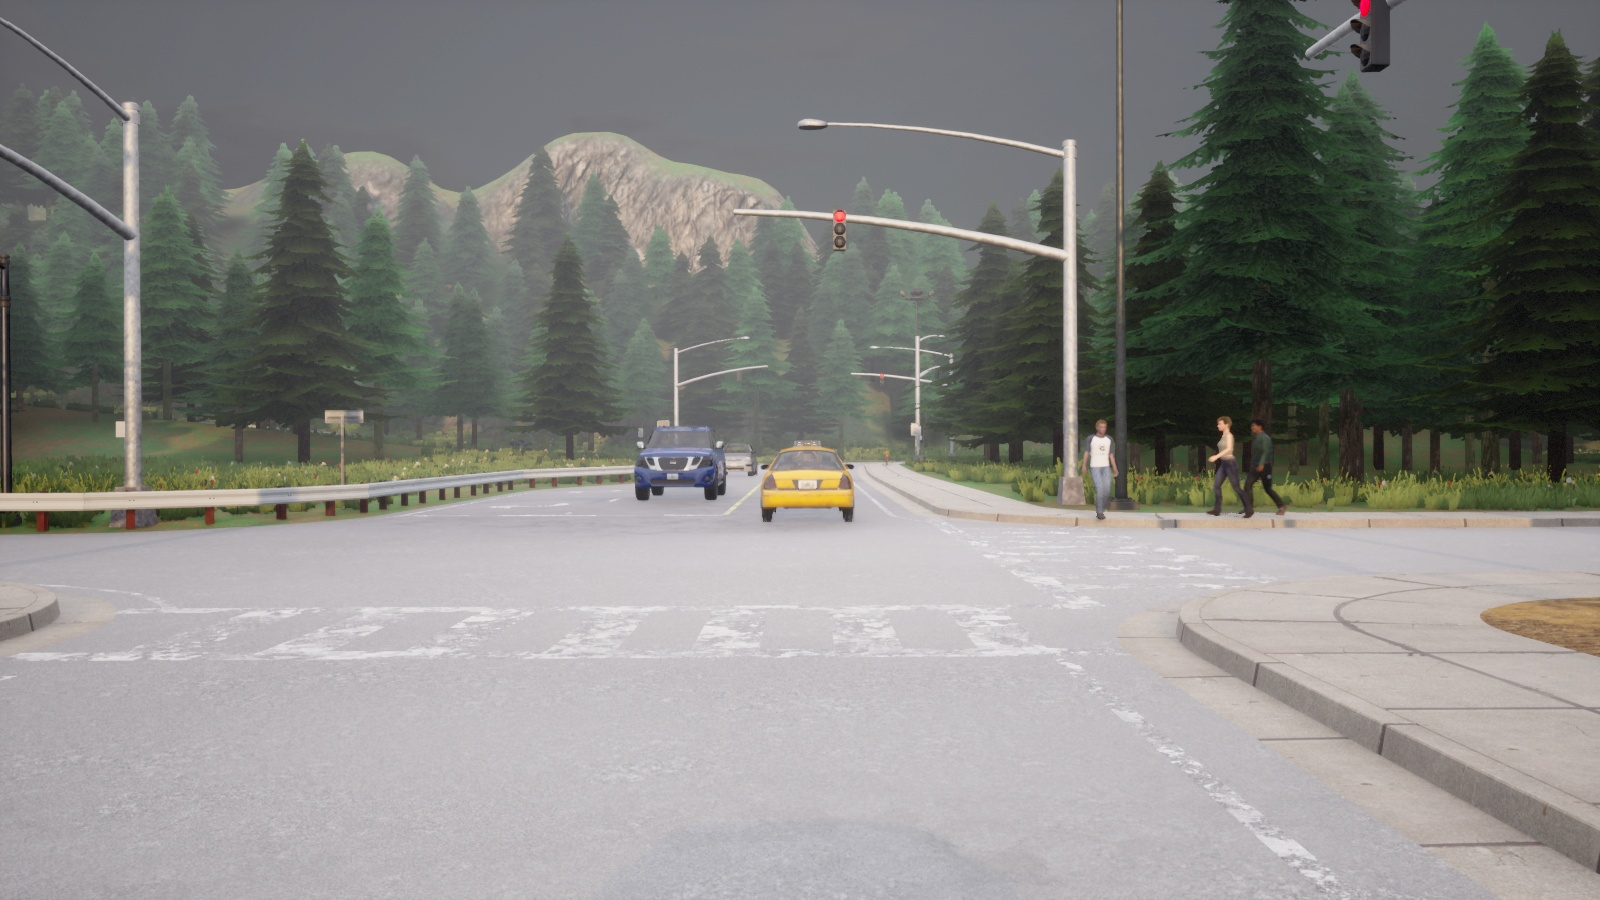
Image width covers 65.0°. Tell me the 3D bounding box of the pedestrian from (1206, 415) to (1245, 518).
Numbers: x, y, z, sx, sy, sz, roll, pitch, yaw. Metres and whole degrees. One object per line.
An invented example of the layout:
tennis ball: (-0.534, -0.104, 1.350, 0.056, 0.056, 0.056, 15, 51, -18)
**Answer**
pedestrian: (7.632, 0.297, 22.524, 0.594, 1.836, 0.345, 0, 0, 1)

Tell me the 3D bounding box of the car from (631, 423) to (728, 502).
car: (-3.292, 0.311, 35.447, 2.150, 2.045, 5.566, 0, 0, 0)

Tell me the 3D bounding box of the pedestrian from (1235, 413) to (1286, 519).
pedestrian: (8.500, 0.290, 23.188, 0.788, 1.949, 0.423, 0, 0, -4)

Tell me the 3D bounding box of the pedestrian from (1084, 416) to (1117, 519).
pedestrian: (5.395, 0.307, 22.566, 0.354, 1.836, 0.706, 0, 0, -7)

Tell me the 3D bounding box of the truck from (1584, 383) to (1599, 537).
truck: (15.399, 0.140, 19.162, 5.204, 2.467, 2.627, 0, 0, 1)

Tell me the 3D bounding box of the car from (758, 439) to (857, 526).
car: (0.153, 0.570, 25.603, 1.801, 1.575, 5.366, 0, 0, 0)

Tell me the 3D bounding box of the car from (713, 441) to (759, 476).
car: (-2.983, 0.374, 59.351, 1.851, 1.617, 3.988, 0, 0, 2)
